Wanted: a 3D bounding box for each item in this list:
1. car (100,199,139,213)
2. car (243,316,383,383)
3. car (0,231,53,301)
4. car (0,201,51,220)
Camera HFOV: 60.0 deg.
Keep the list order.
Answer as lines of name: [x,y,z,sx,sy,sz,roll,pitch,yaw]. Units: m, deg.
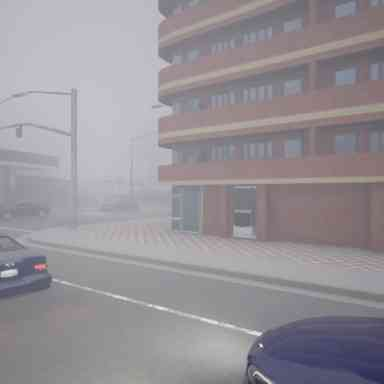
car: [-8.046,1.527,37.167,1.837,1.490,4.892,0,0,34]
car: [2.595,1.536,2.142,4.674,1.442,1.812,0,0,35]
car: [-5.346,1.545,7.707,5.357,1.411,2.033,0,0,38]
car: [-14.371,1.502,27.871,1.837,1.490,4.892,0,0,34]
